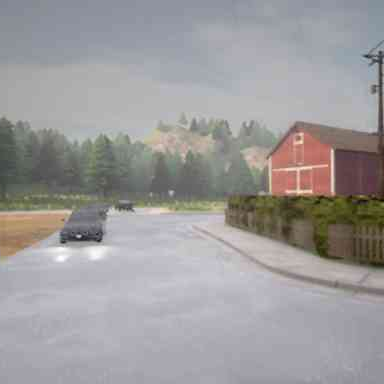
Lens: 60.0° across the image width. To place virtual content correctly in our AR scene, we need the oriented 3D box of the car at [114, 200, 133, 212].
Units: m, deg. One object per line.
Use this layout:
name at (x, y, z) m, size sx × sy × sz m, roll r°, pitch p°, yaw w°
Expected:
car at (-9.121, 1.809, 44.207) m, size 1.882 × 1.535 × 5.008 m, roll 0°, pitch -1°, yaw -21°

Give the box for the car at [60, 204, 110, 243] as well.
car at (-5.379, 1.627, 16.899) m, size 1.837 × 1.490 × 4.892 m, roll 0°, pitch 1°, yaw -11°

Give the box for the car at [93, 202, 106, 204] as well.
car at (-9.541, 1.802, 34.248) m, size 1.837 × 1.490 × 4.892 m, roll 0°, pitch -1°, yaw -15°
